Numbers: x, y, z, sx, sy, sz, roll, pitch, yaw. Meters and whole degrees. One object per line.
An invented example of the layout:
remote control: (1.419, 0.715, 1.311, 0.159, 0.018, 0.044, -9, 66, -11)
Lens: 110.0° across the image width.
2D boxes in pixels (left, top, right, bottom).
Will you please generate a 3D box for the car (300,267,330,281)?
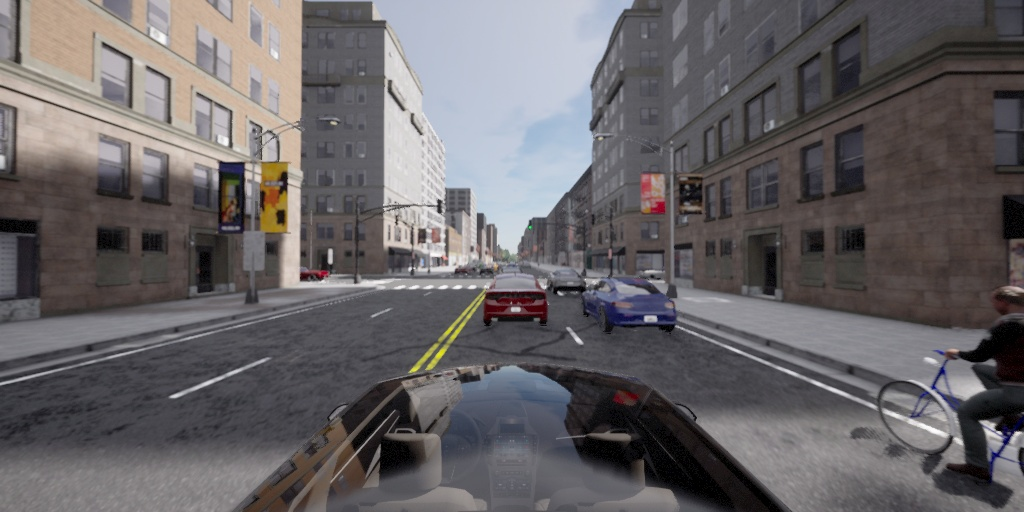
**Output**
car: (-19.272, 1.634, 32.562, 4.718, 1.301, 1.895, 0, -1, -2)

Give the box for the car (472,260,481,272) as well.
car: (-6.587, 1.817, 57.695, 1.837, 1.490, 4.892, 0, -1, 0)

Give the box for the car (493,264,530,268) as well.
car: (-0.131, 1.474, 23.632, 1.837, 1.490, 4.892, 0, -1, -3)

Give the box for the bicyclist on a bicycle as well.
bicyclist on a bicycle: (4.146, 1.135, 3.166, 0.659, 1.776, 1.843, 0, 0, 0)

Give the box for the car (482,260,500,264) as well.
car: (-3.334, 1.794, 58.033, 1.882, 1.535, 5.008, 0, -1, 0)

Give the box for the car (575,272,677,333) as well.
car: (3.348, 1.367, 10.953, 1.812, 1.442, 4.674, 0, 0, 0)

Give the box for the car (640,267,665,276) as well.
car: (15.050, 1.737, 35.381, 4.718, 1.301, 1.895, 0, -1, 1)

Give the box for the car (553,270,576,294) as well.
car: (3.295, 1.518, 22.158, 1.994, 1.385, 4.181, 0, -1, 0)

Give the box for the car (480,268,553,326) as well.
car: (0.101, 1.332, 12.226, 1.882, 1.535, 5.008, 0, -1, 0)

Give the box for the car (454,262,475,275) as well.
car: (-6.605, 1.822, 48.592, 1.895, 1.301, 4.718, 0, -1, 0)

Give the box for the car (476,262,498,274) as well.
car: (-3.344, 1.823, 48.641, 1.895, 1.301, 4.718, 0, -1, 0)
